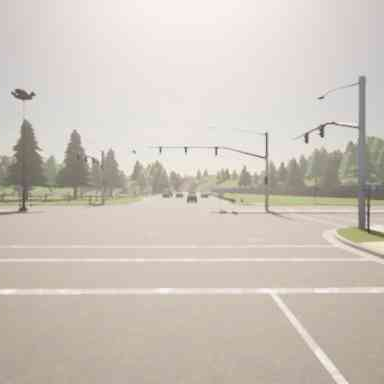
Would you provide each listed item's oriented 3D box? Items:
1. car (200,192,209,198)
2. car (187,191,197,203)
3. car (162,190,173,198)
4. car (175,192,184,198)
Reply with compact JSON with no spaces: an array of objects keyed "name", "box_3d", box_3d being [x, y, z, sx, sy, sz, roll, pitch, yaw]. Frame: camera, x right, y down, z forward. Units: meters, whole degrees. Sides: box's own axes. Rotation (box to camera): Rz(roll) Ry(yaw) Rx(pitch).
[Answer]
[{"name":"car","box_3d":[3.506,0.887,89.991,2.128,1.511,4.902,0,0,0]},{"name":"car","box_3d":[0.004,1.063,59.383,1.882,1.535,5.008,0,0,0]},{"name":"car","box_3d":[-6.994,0.862,89.992,1.837,1.490,4.892,0,0,0]},{"name":"car","box_3d":[-3.494,0.862,89.991,1.837,1.490,4.892,0,0,0]}]
